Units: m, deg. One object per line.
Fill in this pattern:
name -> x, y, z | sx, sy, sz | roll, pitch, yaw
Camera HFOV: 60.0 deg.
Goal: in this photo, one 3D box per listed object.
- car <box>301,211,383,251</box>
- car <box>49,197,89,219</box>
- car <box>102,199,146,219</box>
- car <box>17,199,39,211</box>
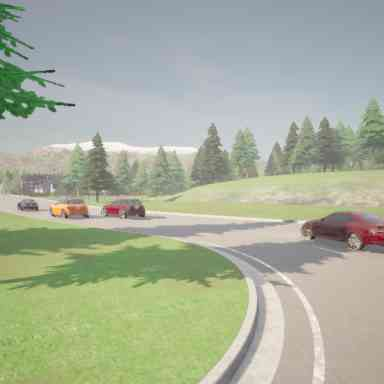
car -> 6.678, 1.526, 14.224 | 1.812, 1.442, 4.674 | 0, 0, -18
car -> -10.983, 1.352, 29.545 | 2.097, 1.767, 4.553 | 0, 0, -41
car -> -6.074, 1.352, 29.292 | 2.097, 1.767, 4.553 | 0, 0, -43
car -> -19.924, 1.547, 40.348 | 2.033, 1.411, 5.357 | 0, 0, -34
